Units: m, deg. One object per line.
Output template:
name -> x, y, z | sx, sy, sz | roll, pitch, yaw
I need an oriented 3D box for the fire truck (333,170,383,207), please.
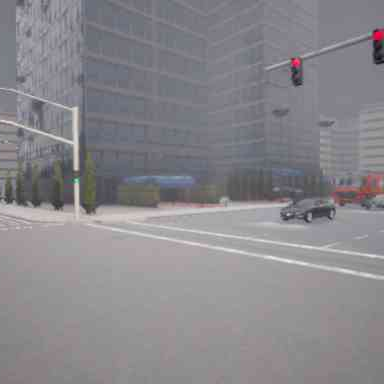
fire truck -> 18.493, -0.385, 35.915 | 8.468, 3.827, 2.891 | -1, 1, -41

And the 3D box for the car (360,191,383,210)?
car -> 17.558, 0.891, 30.529 | 4.674, 1.442, 1.812 | -1, 1, -41

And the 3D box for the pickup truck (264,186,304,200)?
pickup truck -> 13.226, 0.221, 48.755 | 6.274, 2.098, 2.390 | -1, 1, -11

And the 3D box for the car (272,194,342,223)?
car -> 7.644, 1.107, 21.800 | 4.892, 1.490, 1.837 | -1, 1, -41
